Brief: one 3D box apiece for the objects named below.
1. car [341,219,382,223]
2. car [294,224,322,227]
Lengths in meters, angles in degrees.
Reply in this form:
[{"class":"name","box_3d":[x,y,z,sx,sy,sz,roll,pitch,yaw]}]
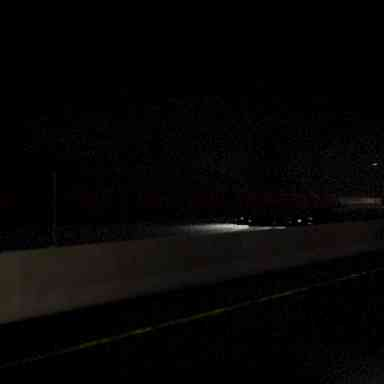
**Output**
[{"class":"car","box_3d":[10.190,1.694,19.949,4.674,1.442,1.812,1,0,-37]},{"class":"car","box_3d":[8.717,1.738,23.225,4.181,1.385,1.994,1,0,-37]}]
